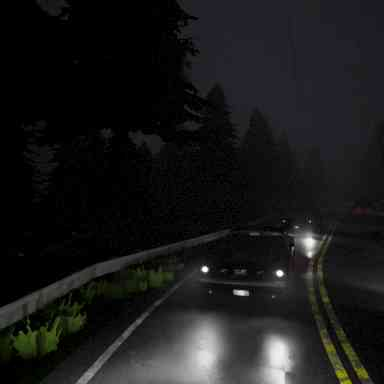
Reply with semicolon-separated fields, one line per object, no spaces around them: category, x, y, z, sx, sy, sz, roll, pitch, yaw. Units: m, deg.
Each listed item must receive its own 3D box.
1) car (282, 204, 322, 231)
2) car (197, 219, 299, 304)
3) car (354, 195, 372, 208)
car;6.714;1.460;20.058;2.033;1.411;5.357;-2;0;26
car;1.610;1.599;8.427;1.895;1.301;4.718;-1;0;18
car;20.709;1.057;40.210;2.128;1.511;4.902;-2;0;28
